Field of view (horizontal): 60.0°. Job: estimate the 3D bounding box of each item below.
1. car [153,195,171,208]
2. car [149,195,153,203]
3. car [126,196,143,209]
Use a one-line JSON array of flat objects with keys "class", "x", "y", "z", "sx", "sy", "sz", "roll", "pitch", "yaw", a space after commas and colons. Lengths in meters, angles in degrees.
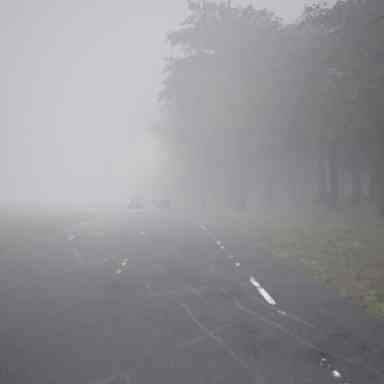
[{"class": "car", "x": -3.902, "y": 1.348, "z": 44.620, "sx": 1.837, "sy": 1.490, "sz": 4.892, "roll": -1, "pitch": 1, "yaw": -8}, {"class": "car", "x": -7.310, "y": 1.331, "z": 64.440, "sx": 2.033, "sy": 1.411, "sz": 5.357, "roll": -2, "pitch": 1, "yaw": -11}, {"class": "car", "x": -7.514, "y": 1.288, "z": 43.937, "sx": 2.097, "sy": 1.767, "sz": 4.553, "roll": -1, "pitch": 0, "yaw": -8}]
